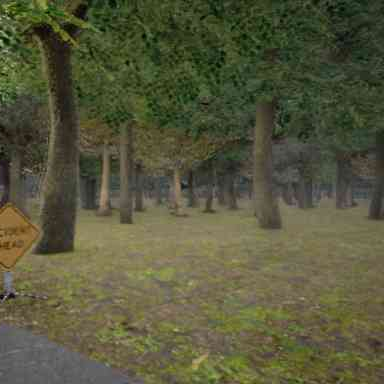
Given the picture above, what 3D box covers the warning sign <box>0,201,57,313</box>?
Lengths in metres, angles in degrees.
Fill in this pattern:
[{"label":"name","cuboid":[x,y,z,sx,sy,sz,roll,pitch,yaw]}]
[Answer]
[{"label":"warning sign","cuboid":[-3.452,1.120,6.263,1.060,1.860,1.300,0,0,34]}]
